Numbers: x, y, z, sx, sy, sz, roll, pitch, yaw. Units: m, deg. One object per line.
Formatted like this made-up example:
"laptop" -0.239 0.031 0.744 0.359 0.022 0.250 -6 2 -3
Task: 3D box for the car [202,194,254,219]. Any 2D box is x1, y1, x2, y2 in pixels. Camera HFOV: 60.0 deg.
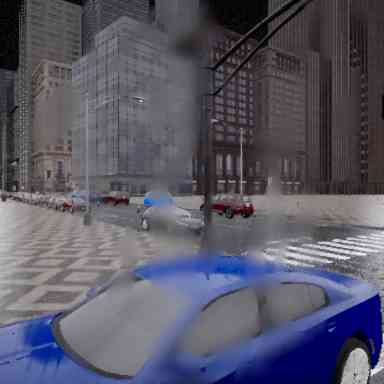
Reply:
"car" 2.700 1.049 26.323 2.192 1.841 5.009 1 0 -35

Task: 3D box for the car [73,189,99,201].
"car" -14.232 0.630 45.625 2.150 2.045 5.566 0 1 -35

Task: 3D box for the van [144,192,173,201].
"van" -3.640 0.930 35.214 1.690 1.788 3.998 1 0 -35

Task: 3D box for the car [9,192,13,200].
"car" -29.605 0.747 56.944 1.887 1.381 4.507 1 0 -35

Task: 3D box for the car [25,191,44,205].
"car" -20.097 0.939 43.609 2.008 1.369 4.403 1 0 -35

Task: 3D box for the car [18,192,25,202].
"car" -23.267 0.874 48.054 2.008 1.369 4.403 1 0 -35

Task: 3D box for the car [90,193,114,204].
"car" -13.152 0.934 48.552 2.008 1.369 4.403 1 0 -35

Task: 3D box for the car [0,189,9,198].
"car" -39.113 0.611 70.278 1.947 1.339 4.313 1 0 -35

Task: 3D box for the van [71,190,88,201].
"van" -19.488 0.597 57.442 1.690 1.788 3.998 1 0 -35

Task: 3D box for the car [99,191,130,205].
"car" -9.978 0.765 44.105 2.192 1.841 5.009 1 0 -35

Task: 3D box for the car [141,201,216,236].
"car" -1.083 1.366 16.938 2.008 1.369 4.403 1 0 -35

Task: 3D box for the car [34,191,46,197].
"car" -38.507 0.494 84.115 1.887 1.381 4.507 0 0 -35

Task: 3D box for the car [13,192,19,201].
"car" -26.434 0.702 52.499 1.967 1.590 4.097 1 0 -35

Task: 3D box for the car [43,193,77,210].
"car" -13.759 1.074 34.718 2.008 1.369 4.403 1 0 -35

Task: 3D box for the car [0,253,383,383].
"car" -0.023 1.477 3.359 5.008 1.535 1.882 0 0 -35

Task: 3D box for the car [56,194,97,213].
"car" -10.590 1.139 30.273 1.887 1.381 4.507 1 0 -35
